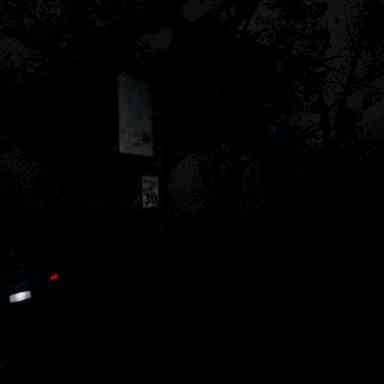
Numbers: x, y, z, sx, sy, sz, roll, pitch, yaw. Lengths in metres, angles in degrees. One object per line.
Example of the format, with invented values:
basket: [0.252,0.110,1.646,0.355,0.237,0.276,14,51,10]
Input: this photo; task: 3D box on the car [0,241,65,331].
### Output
car: [-4.388,1.675,6.508,4.181,1.385,1.994,-1,-1,35]
